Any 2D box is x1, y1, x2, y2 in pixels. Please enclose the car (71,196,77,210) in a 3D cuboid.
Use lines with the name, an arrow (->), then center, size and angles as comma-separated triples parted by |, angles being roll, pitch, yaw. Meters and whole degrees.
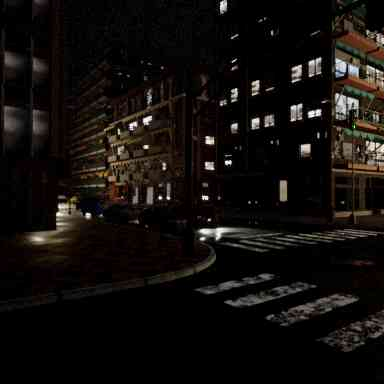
car -> -12.068, 1.428, 38.587 | 1.837, 1.490, 4.892 | 0, 0, -35

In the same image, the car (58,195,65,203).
car -> -24.448, 1.456, 61.261 | 2.033, 1.411, 5.357 | 0, 0, -35

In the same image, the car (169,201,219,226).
car -> -0.100, 1.518, 21.903 | 1.994, 1.385, 4.181 | 0, 0, -36

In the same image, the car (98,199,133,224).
car -> -4.963, 1.459, 24.242 | 1.752, 1.417, 4.829 | 0, 0, -36

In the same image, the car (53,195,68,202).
car -> -28.001, 1.360, 70.665 | 1.967, 1.590, 4.097 | 0, 0, -36

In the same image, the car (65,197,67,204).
car -> -21.491, 1.447, 61.605 | 1.752, 1.417, 4.829 | 0, 0, -36

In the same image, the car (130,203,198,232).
car -> -1.759, 1.526, 19.781 | 1.802, 1.307, 4.206 | 0, 0, -36

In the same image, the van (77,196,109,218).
van -> -8.367, 1.265, 28.981 | 1.690, 1.788, 3.998 | 0, 0, -36

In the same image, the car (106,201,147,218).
car -> -5.999, 1.538, 30.120 | 1.895, 1.301, 4.718 | 0, 0, -36
